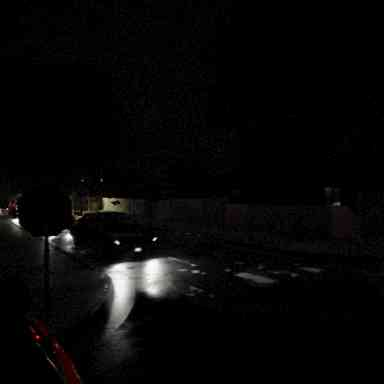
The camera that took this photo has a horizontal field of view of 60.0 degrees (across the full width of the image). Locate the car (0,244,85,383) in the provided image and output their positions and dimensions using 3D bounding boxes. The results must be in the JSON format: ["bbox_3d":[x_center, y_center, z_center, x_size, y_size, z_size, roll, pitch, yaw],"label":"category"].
[{"bbox_3d":[-2.625,1.350,1.196,4.553,1.767,2.097,0,0,-35],"label":"car"}]

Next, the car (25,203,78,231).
[{"bbox_3d":[-9.250,1.492,21.619,2.033,1.411,5.357,0,0,-35],"label":"car"}]

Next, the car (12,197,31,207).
[{"bbox_3d":[-25.332,1.459,49.252,1.895,1.301,4.718,0,0,-35],"label":"car"}]

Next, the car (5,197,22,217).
[{"bbox_3d":[-15.044,1.263,29.814,2.097,1.767,4.553,0,0,-35],"label":"car"}]

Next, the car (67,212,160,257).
[{"bbox_3d":[-3.328,1.528,13.256,2.033,1.411,5.357,0,0,-36],"label":"car"}]

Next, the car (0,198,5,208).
[{"bbox_3d":[-24.134,1.435,42.801,1.994,1.385,4.181,0,0,-35],"label":"car"}]
